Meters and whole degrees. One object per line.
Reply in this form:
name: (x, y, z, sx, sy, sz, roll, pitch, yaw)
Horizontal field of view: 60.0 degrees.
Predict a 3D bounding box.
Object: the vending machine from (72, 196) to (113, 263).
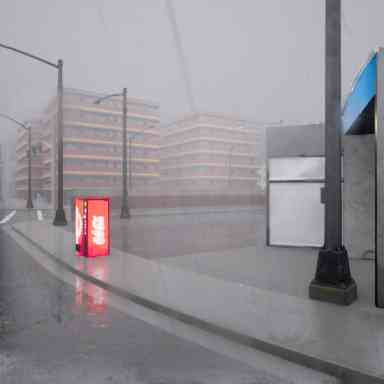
vending machine: (-3.361, 1.195, 11.256, 1.100, 2.100, 0.880, 0, 0, -36)
